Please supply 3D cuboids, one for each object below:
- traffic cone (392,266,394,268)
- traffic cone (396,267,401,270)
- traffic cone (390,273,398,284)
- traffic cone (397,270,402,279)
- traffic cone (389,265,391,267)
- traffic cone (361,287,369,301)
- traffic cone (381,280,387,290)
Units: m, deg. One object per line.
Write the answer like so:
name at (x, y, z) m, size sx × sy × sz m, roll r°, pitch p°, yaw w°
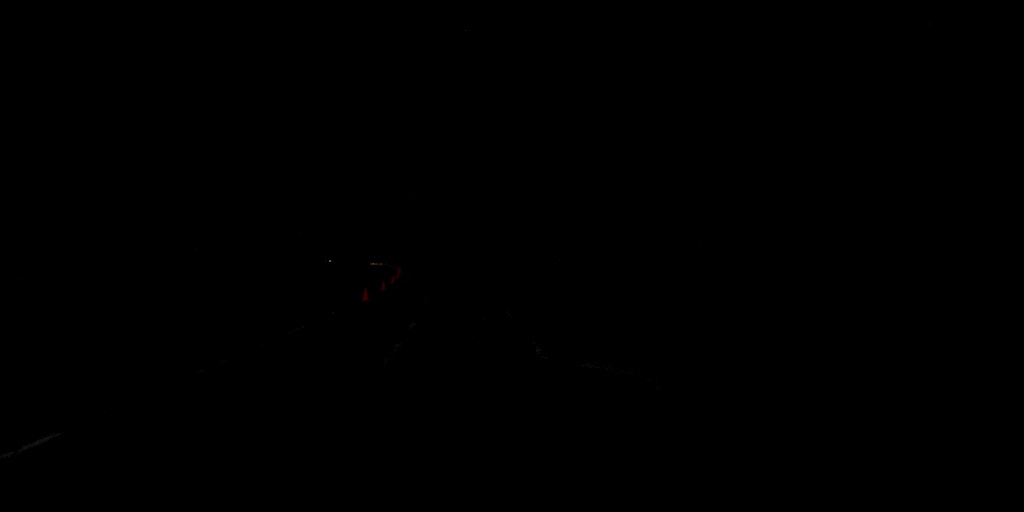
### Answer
traffic cone at (-17.428, 1.627, 53.727) m, size 0.340 × 0.580 × 0.340 m, roll 0°, pitch 0°, yaw -22°
traffic cone at (-10.984, 1.657, 35.098) m, size 0.340 × 0.580 × 0.340 m, roll 0°, pitch 0°, yaw -16°
traffic cone at (-8.492, 1.668, 25.559) m, size 0.340 × 0.580 × 0.340 m, roll 0°, pitch 0°, yaw -13°
traffic cone at (-9.676, 1.663, 30.344) m, size 0.340 × 0.580 × 0.340 m, roll 0°, pitch 0°, yaw -15°
traffic cone at (-19.337, 1.617, 58.272) m, size 0.340 × 0.580 × 0.340 m, roll 0°, pitch 0°, yaw -24°
traffic cone at (-6.497, 1.678, 15.903) m, size 0.340 × 0.580 × 0.340 m, roll 0°, pitch 0°, yaw -10°
traffic cone at (-7.433, 1.673, 20.744) m, size 0.340 × 0.580 × 0.340 m, roll 0°, pitch 0°, yaw -12°
